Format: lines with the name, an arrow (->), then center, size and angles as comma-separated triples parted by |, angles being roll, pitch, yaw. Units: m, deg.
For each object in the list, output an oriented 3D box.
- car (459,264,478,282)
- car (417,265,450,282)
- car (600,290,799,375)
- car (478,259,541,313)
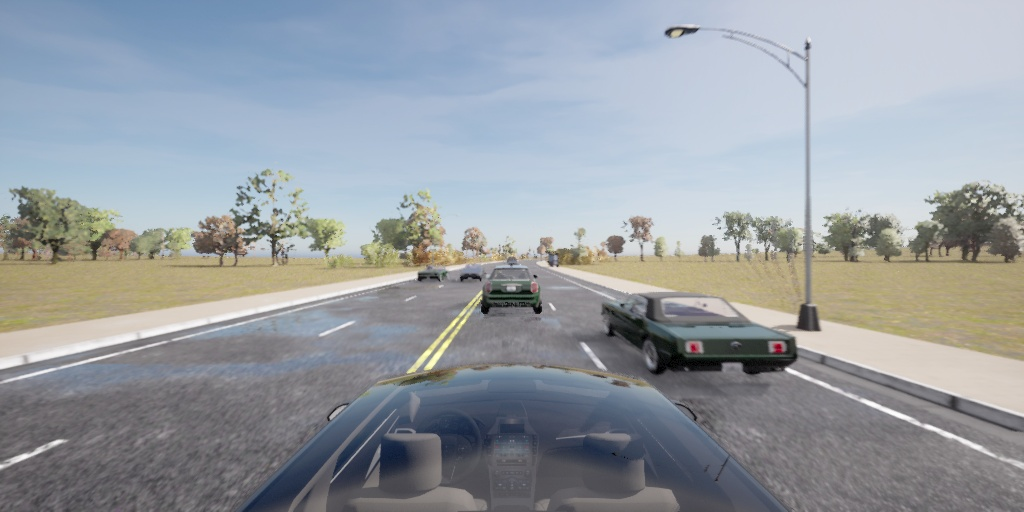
car -> -3.261, 1.388, 30.642 | 2.033, 1.411, 5.357 | 0, 0, 0
car -> -6.517, 1.439, 30.076 | 1.895, 1.301, 4.718 | 0, 0, 0
car -> 3.248, 1.370, 7.496 | 1.895, 1.301, 4.718 | 0, 0, 0
car -> -0.016, 1.142, 14.381 | 2.097, 1.767, 4.553 | 0, 0, 0
